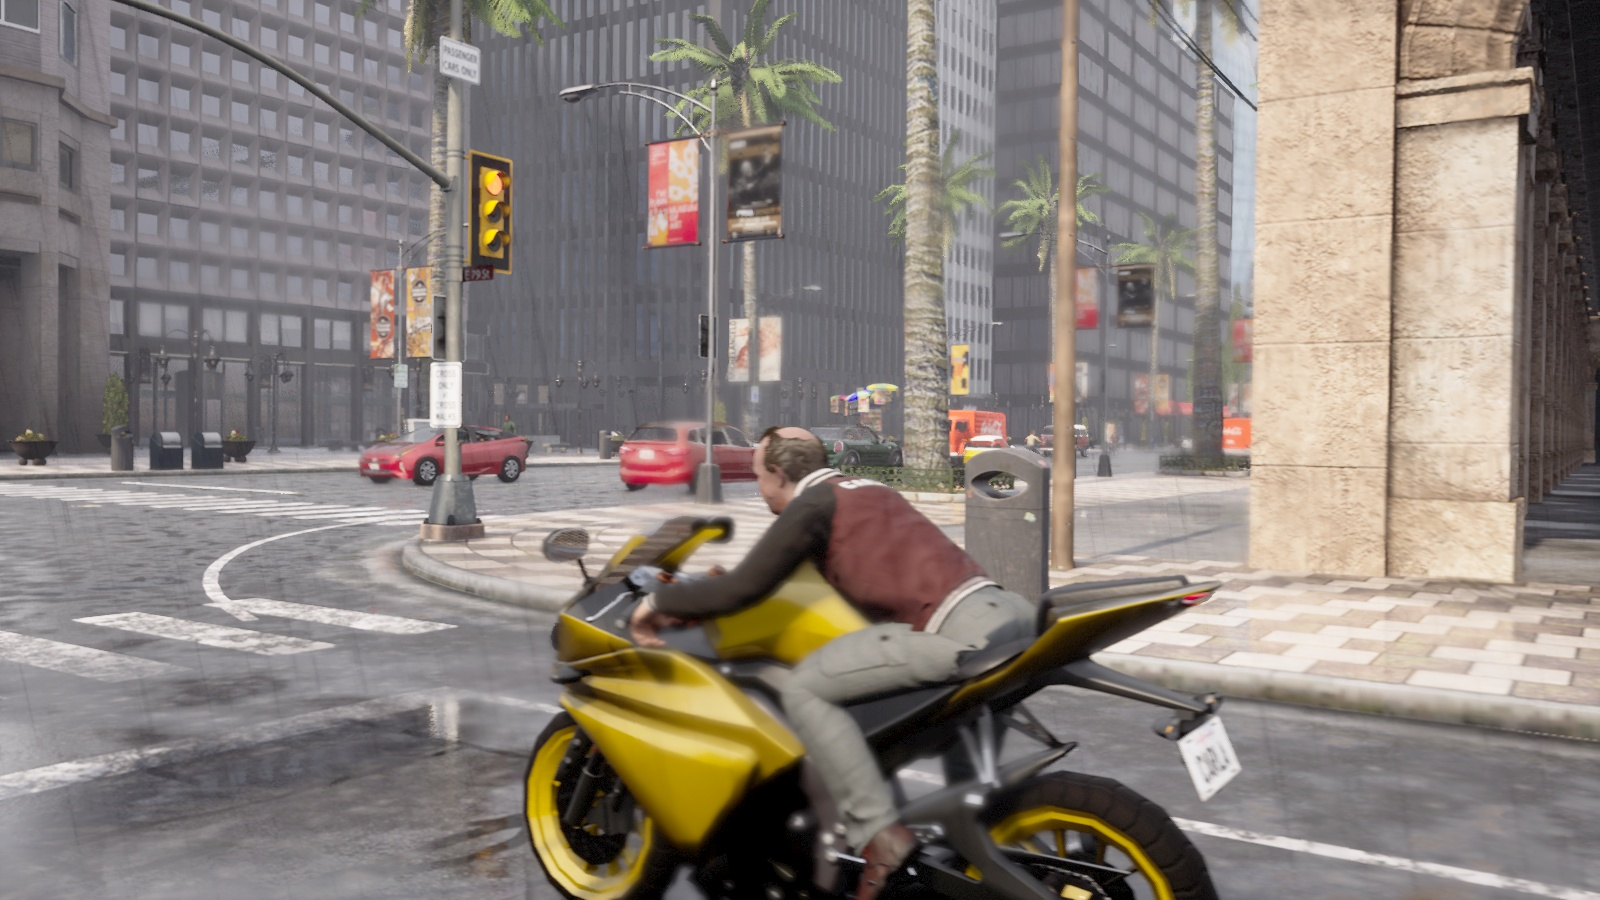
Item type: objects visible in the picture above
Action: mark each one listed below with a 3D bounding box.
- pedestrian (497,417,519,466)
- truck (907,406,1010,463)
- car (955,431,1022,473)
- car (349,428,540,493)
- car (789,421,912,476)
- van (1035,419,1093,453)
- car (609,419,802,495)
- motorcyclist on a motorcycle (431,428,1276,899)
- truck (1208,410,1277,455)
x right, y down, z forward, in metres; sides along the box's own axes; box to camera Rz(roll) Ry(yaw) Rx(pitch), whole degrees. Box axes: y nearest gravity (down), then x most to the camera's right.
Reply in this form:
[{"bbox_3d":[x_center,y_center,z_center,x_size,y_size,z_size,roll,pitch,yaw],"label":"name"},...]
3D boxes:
[{"bbox_3d":[-11.778,-0.350,50.613,0.423,1.949,0.788,0,1,31],"label":"pedestrian"},{"bbox_3d":[7.280,-0.700,57.142,2.627,2.467,5.204,0,1,33],"label":"truck"},{"bbox_3d":[6.522,0.061,43.287,1.481,1.376,2.207,0,1,33],"label":"car"},{"bbox_3d":[-9.073,0.214,32.389,2.007,1.525,4.514,0,1,33],"label":"car"},{"bbox_3d":[1.770,-0.095,42.428,2.097,1.767,4.553,0,1,33],"label":"car"},{"bbox_3d":[16.375,-0.870,77.702,2.069,2.038,4.480,0,1,33],"label":"van"},{"bbox_3d":[-2.161,0.108,30.166,2.242,1.667,4.611,0,1,34],"label":"car"},{"bbox_3d":[0.072,0.711,3.470,2.191,1.530,0.866,0,1,33],"label":"motorcyclist on a motorcycle"},{"bbox_3d":[25.629,-1.051,72.681,2.627,2.467,5.204,0,2,33],"label":"truck"}]
